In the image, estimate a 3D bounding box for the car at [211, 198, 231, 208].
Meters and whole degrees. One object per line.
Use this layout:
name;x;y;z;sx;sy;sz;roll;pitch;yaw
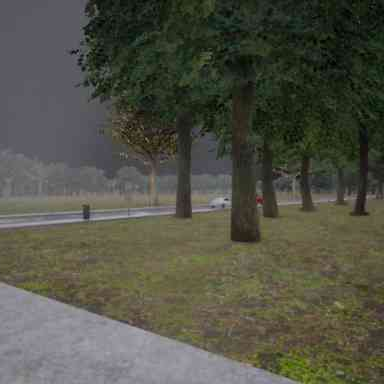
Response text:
car;4.455;1.570;47.789;1.812;1.442;4.674;0;0;36

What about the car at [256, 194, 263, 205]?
car;10.227;1.268;55.829;2.150;2.045;5.566;0;0;36
